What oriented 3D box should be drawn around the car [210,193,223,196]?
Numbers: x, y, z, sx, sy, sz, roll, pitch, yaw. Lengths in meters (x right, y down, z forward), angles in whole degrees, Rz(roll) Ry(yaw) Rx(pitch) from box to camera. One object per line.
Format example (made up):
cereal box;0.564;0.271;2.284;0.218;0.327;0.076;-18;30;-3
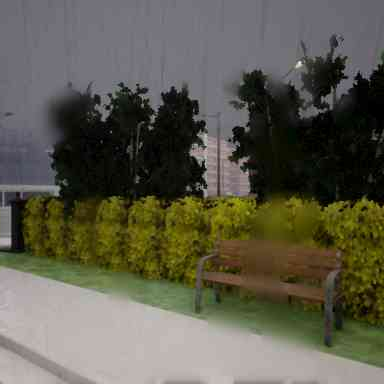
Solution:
car;5.123;0.804;66.781;1.994;1.385;4.181;0;1;36
